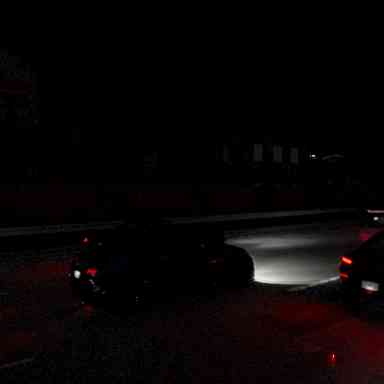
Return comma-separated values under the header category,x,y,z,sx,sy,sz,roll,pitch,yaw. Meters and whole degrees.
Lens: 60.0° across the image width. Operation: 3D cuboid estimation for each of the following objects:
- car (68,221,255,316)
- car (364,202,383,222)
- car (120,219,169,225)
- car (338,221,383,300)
category,x,y,z,sx,sy,sz,roll,pitch,yaw
car,-0.570,1.539,7.549,4.181,1.385,1.994,0,0,-35
car,12.960,1.361,21.206,4.902,1.511,2.128,0,0,-35
car,-1.144,1.564,11.412,4.718,1.301,1.895,0,0,-35
car,5.026,1.479,7.182,4.674,1.442,1.812,0,0,-35
